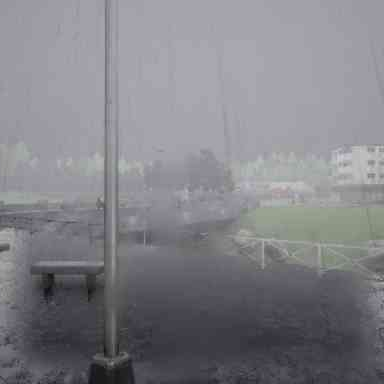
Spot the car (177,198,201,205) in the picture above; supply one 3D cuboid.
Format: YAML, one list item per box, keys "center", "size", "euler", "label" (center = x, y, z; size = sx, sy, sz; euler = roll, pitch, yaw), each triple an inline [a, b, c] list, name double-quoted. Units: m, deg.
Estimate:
- center: [-0.361, 1.564, 48.367]
  size: [1.994, 1.385, 4.181]
  euler: [0, 0, 36]
  label: "car"

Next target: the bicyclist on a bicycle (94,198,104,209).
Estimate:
- center: [-8.304, 1.349, 29.832]
  size: [1.656, 1.620, 0.582]
  euler: [0, 0, 35]
  label: "bicyclist on a bicycle"
